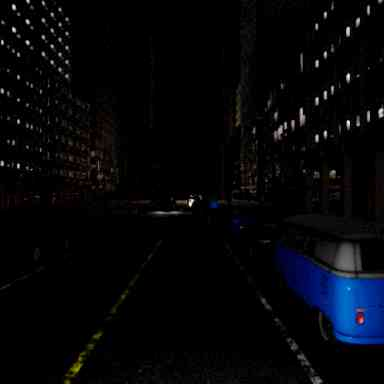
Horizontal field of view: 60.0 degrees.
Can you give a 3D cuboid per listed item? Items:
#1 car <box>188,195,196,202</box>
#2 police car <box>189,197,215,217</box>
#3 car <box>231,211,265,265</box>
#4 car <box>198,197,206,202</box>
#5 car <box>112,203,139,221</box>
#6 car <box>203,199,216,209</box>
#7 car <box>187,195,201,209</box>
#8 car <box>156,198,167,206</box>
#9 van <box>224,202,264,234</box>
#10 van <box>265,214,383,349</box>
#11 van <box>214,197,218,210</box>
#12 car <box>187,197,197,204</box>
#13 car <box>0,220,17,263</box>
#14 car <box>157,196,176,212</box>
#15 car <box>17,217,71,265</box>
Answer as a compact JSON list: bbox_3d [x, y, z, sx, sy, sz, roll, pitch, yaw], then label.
[{"bbox_3d":[0.003,1.636,84.854,2.097,1.767,4.553,0,0,0],"label":"car"},{"bbox_3d":[0.901,1.583,33.637,1.930,1.638,5.238,0,0,0],"label":"police car"},{"bbox_3d":[2.689,1.600,11.786,1.887,1.381,4.507,0,0,0],"label":"car"},{"bbox_3d":[2.692,1.990,91.137,2.008,1.369,4.403,0,0,0],"label":"car"},{"bbox_3d":[-5.691,1.659,28.622,1.752,1.417,4.829,0,0,0],"label":"car"},{"bbox_3d":[2.690,1.770,51.631,1.752,1.417,4.829,0,0,0],"label":"car"},{"bbox_3d":[0.662,1.459,49.637,2.150,2.045,5.566,0,0,4],"label":"car"},{"bbox_3d":[-5.690,1.824,62.628,1.752,1.417,4.829,0,0,0],"label":"car"},{"bbox_3d":[2.689,1.422,17.455,1.690,1.788,3.998,0,0,0],"label":"van"},{"bbox_3d":[2.688,1.370,6.120,1.690,1.788,3.998,0,0,0],"label":"van"},{"bbox_3d":[2.689,1.558,45.794,1.690,1.788,3.998,0,0,0],"label":"van"},{"bbox_3d":[0.003,1.760,69.883,1.994,1.385,4.181,0,0,0],"label":"car"},{"bbox_3d":[-5.692,1.344,6.121,2.192,1.841,5.009,0,0,0],"label":"car"},{"bbox_3d":[-3.087,1.682,43.209,1.882,1.535,5.008,0,0,0],"label":"car"},{"bbox_3d":[-5.692,1.606,11.788,2.008,1.369,4.403,0,0,0],"label":"car"}]
